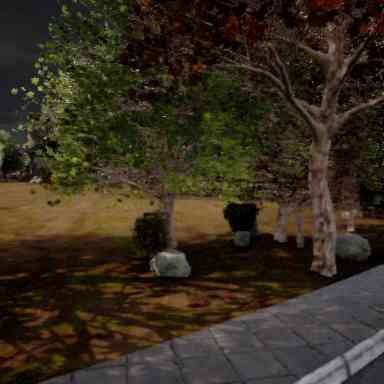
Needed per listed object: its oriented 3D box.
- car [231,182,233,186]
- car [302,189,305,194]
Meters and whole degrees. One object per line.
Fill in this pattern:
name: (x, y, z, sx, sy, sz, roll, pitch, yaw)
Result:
car: (10.735, -1.244, 80.270, 1.946, 1.575, 5.366, 5, 2, 29)
car: (25.232, -0.285, 72.122, 2.435, 2.045, 5.566, 5, 2, 29)
